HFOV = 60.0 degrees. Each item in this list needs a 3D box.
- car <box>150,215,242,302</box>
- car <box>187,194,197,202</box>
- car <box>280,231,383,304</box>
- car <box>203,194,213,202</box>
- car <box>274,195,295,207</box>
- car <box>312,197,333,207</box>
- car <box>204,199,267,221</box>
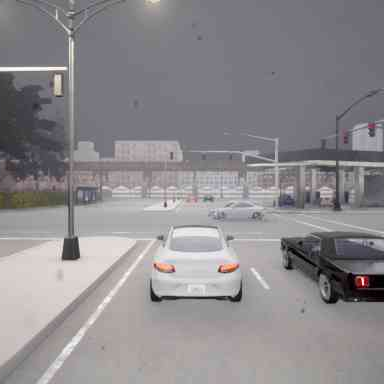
[{"bbox_3d":[0.084,1.517,8.112,1.812,1.442,4.674,0,0,0],"label":"car"},{"bbox_3d":[0.016,1.250,72.299,2.097,1.767,4.553,0,0,0],"label":"car"},{"bbox_3d":[3.589,1.599,8.095,1.895,1.301,4.718,0,0,0],"label":"car"},{"bbox_3d":[3.516,1.257,72.298,2.097,1.767,4.553,0,0,0],"label":"car"},{"bbox_3d":[13.222,1.262,47.651,2.242,1.667,4.611,0,0,0],"label":"car"},{"bbox_3d":[18.967,1.434,48.413,1.970,1.475,3.806,0,0,0],"label":"car"},{"bbox_3d":[3.605,1.500,26.393,4.674,1.442,1.812,0,0,-10],"label":"car"}]
